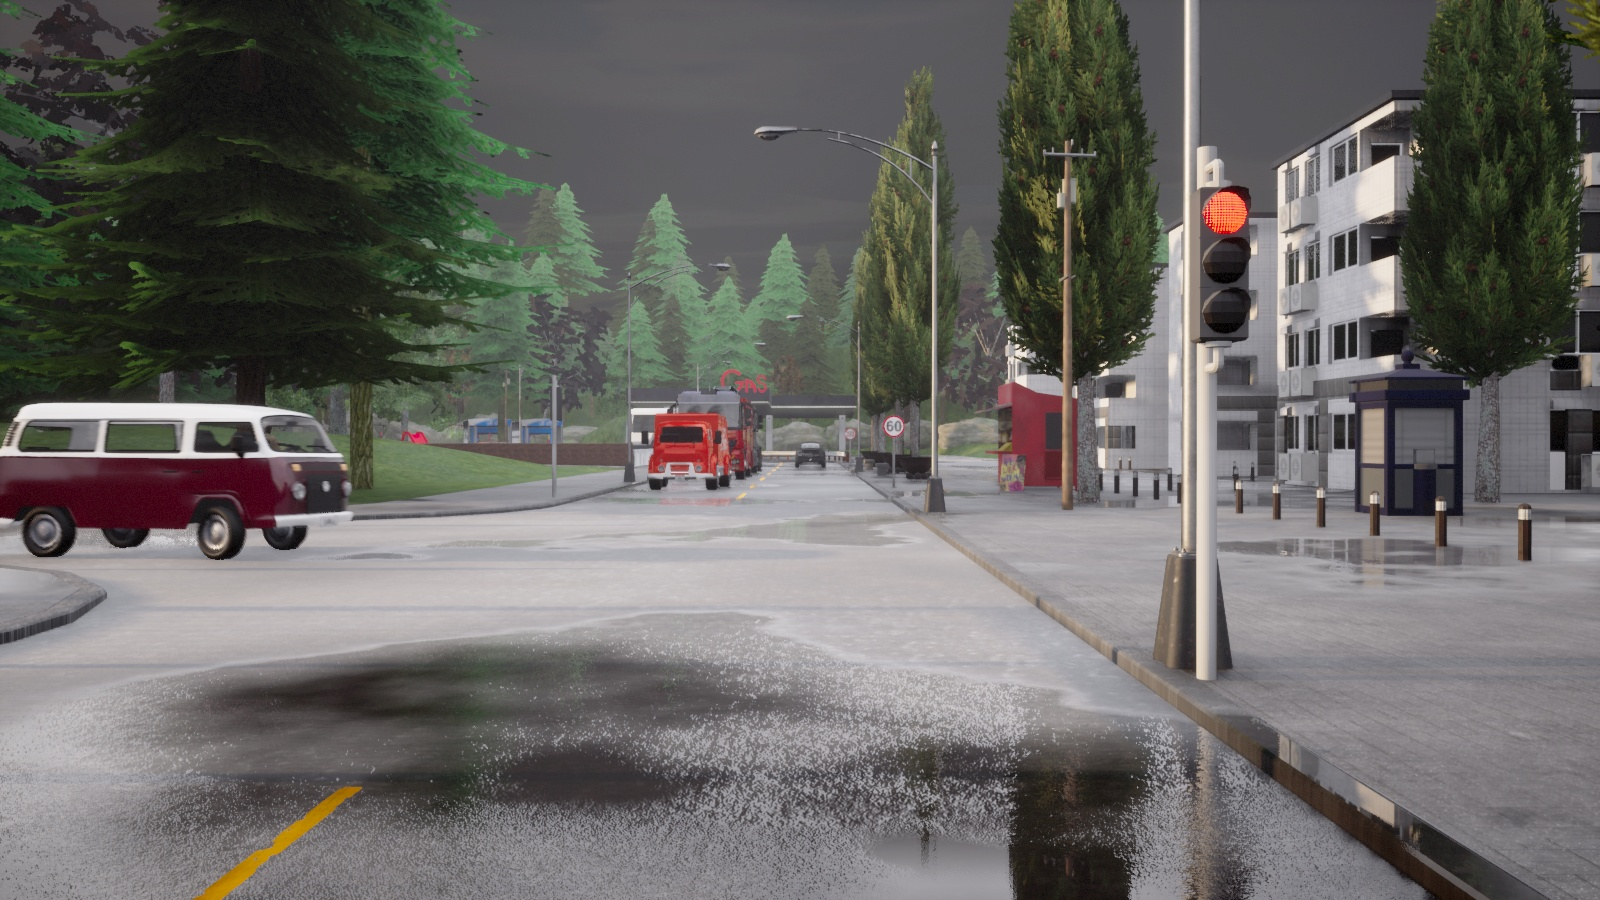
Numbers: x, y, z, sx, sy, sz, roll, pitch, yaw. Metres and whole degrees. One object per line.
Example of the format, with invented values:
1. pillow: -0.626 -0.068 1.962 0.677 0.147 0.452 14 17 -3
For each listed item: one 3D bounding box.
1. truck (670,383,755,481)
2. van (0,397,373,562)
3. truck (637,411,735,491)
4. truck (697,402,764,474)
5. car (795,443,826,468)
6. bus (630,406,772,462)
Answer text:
1. truck: -3.575 -0.721 53.228 2.891 3.827 8.468 0 0 1
2. van: -8.350 0.368 16.885 4.480 2.038 2.069 0 -1 9
3. truck: -3.652 0.024 41.332 2.627 2.467 5.204 0 0 1
4. truck: -3.469 -0.603 64.590 2.891 3.462 7.936 0 0 1
5. car: 0.649 0.315 77.477 1.837 1.490 4.892 0 0 1
6. bus: -7.719 -1.191 98.400 10.273 4.253 3.944 0 -1 14
